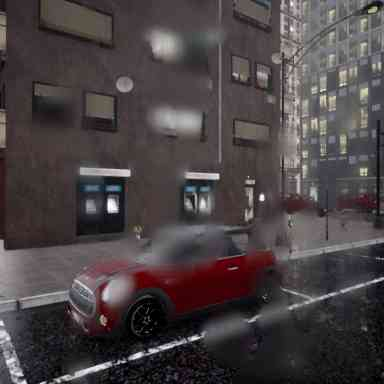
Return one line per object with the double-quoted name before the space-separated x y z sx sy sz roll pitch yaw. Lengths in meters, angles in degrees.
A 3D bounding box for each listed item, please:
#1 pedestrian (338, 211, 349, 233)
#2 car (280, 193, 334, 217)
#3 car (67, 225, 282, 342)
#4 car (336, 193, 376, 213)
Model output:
"pedestrian" 7.951 1.248 17.434 0.375 1.860 0.375 0 0 -35
"car" 8.671 1.010 27.322 2.192 1.841 5.009 2 0 -36
"car" -0.205 1.440 6.410 4.097 1.590 1.967 0 0 -35
"car" 15.414 1.030 32.296 2.192 1.841 5.009 1 0 -36
